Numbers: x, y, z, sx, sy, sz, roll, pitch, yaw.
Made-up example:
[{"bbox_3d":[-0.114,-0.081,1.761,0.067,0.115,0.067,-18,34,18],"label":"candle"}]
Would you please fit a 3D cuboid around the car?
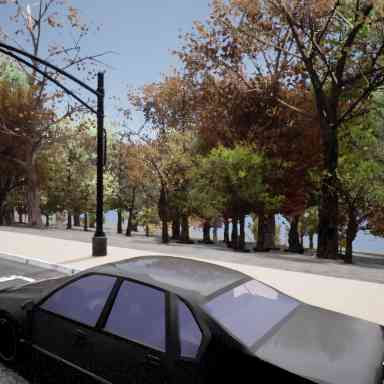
[{"bbox_3d":[-0.551,1.547,4.071,5.357,1.411,2.033,0,0,35],"label":"car"}]
